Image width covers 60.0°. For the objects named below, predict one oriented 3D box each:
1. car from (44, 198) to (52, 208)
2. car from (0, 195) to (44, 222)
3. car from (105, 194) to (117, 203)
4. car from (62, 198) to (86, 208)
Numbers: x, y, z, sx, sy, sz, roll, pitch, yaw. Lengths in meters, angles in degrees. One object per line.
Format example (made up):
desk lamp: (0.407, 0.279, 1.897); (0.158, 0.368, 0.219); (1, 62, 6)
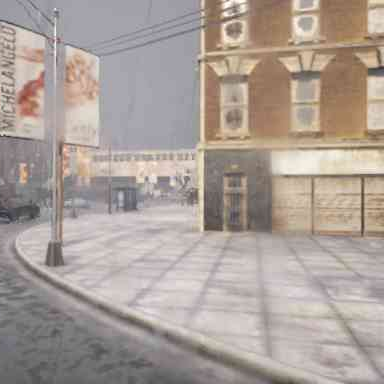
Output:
car: (-21.552, 1.668, 50.635); (1.994, 1.385, 4.181); (0, 0, 11)
car: (-14.538, 1.259, 26.916); (2.150, 2.045, 5.566); (0, 0, 0)
car: (-19.050, 1.484, 80.643); (2.435, 2.045, 5.566); (0, 0, 10)
car: (-17.934, 1.652, 50.939); (1.812, 1.442, 4.674); (0, -1, 11)
